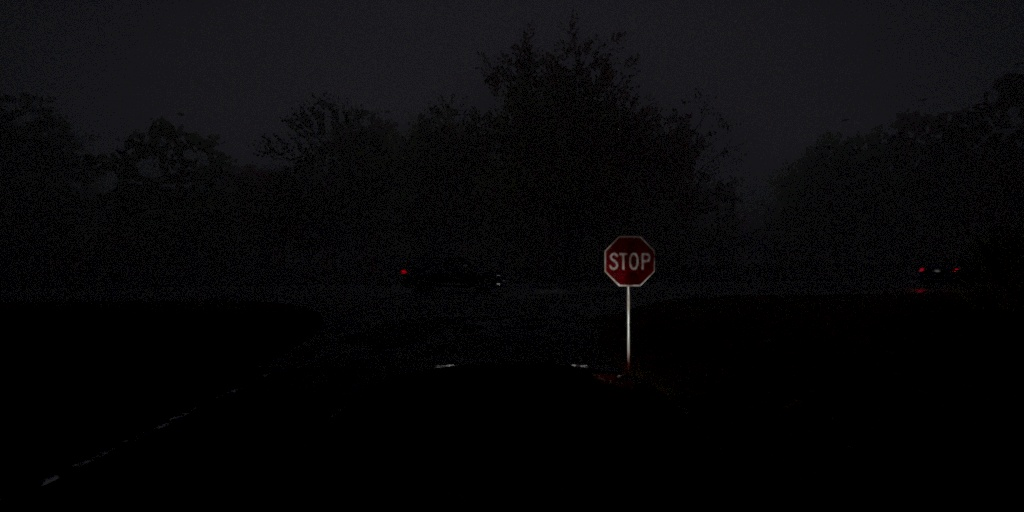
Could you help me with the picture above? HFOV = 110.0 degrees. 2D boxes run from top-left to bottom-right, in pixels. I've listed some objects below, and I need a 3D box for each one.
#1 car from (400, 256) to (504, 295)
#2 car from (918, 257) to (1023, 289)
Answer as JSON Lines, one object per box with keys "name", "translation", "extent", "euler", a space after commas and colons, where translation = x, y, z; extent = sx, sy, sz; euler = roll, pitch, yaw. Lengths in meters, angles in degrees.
{"name": "car", "translation": [-3.234, 0.998, 19.671], "extent": [5.566, 2.045, 2.150], "euler": [0, 0, 0]}
{"name": "car", "translation": [25.594, 0.824, 19.820], "extent": [4.553, 1.767, 2.097], "euler": [-1, -1, 0]}
